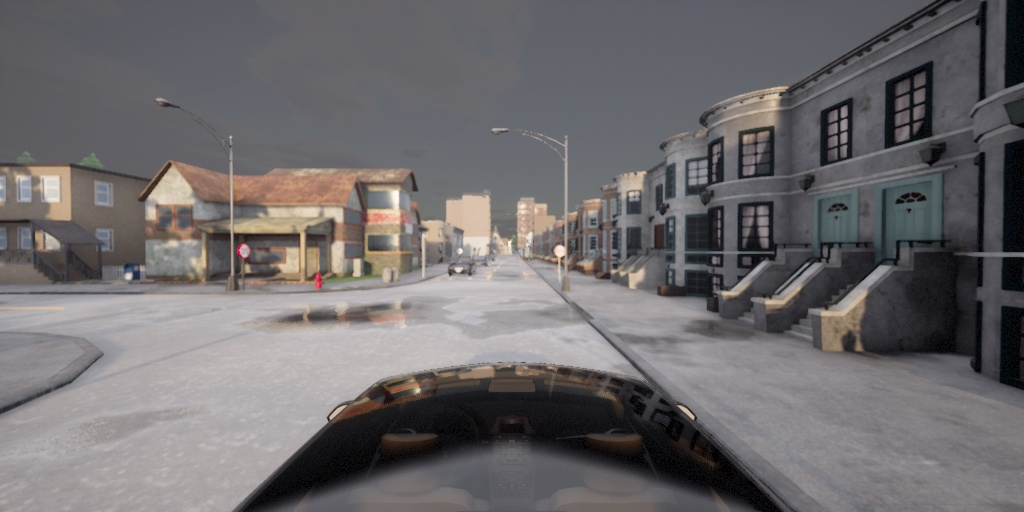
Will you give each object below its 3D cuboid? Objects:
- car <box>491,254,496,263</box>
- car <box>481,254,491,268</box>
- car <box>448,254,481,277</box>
[{"bbox_3d":[-3.823,0.362,61.567,1.837,1.490,4.892,0,1,0],"label":"car"},{"bbox_3d":[-3.965,0.656,44.927,1.812,1.442,4.674,0,1,0],"label":"car"},{"bbox_3d":[-4.022,0.843,29.502,2.128,1.511,4.902,0,1,0],"label":"car"}]
